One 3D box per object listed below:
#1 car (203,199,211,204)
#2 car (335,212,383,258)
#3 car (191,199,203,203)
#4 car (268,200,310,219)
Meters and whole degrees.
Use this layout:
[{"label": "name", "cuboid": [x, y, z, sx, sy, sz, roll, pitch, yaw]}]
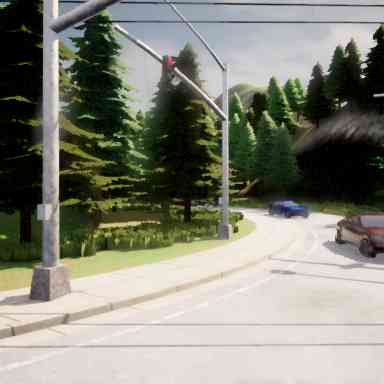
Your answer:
[{"label": "car", "cuboid": [1.987, 1.505, 50.068, 1.837, 1.490, 4.892, 0, 0, -37]}, {"label": "car", "cuboid": [6.979, 1.526, 12.821, 1.812, 1.442, 4.674, 0, 0, 6]}, {"label": "car", "cuboid": [-1.277, 1.548, 48.756, 2.033, 1.411, 5.357, 0, 0, -39]}, {"label": "car", "cuboid": [8.456, 1.478, 29.366, 1.882, 1.535, 5.008, 0, 0, -11]}]
